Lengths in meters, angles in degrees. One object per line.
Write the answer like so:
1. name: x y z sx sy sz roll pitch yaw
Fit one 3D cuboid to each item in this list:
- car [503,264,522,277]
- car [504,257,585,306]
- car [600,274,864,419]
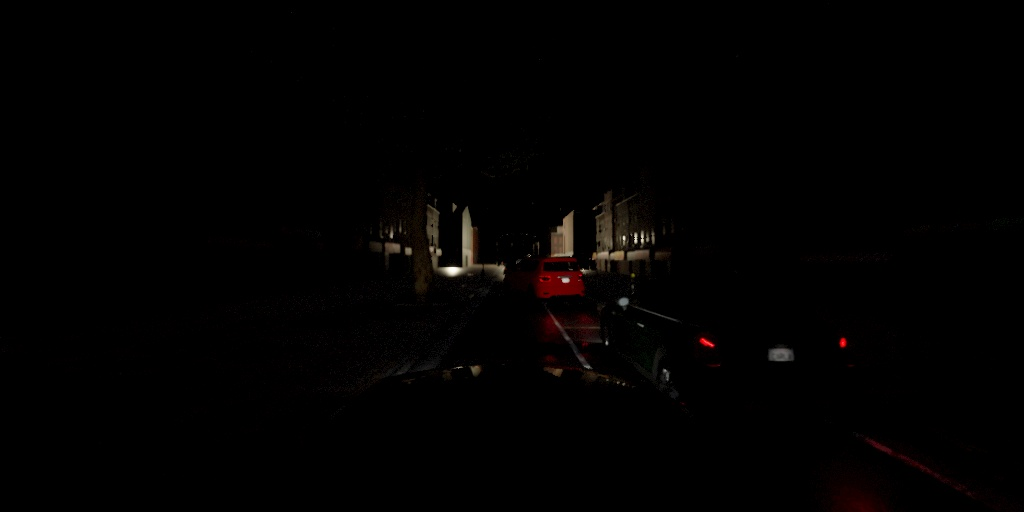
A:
1. car: 0.088 1.562 40.189 1.994 1.385 4.181 0 -1 0
2. car: 1.304 1.070 16.787 2.150 2.045 5.566 0 0 -18
3. car: 2.987 1.131 6.106 2.097 1.767 4.553 0 0 0
